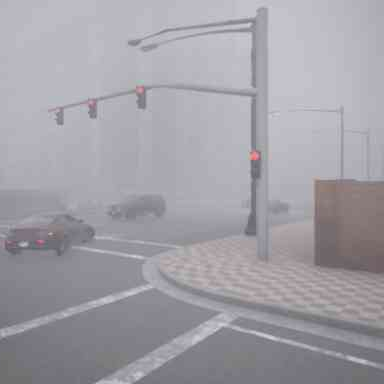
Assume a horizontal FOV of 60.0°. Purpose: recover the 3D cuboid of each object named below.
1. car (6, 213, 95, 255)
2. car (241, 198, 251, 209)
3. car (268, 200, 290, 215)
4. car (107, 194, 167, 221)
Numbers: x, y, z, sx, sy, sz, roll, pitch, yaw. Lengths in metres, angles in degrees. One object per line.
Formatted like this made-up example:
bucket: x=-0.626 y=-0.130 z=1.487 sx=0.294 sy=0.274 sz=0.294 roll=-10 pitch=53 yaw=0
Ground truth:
car: x=-5.453 y=1.539 z=13.165 sx=1.812 sy=1.442 sz=4.674 roll=-1 pitch=0 yaw=1
car: x=8.617 y=1.528 z=46.273 sx=1.837 sy=1.490 sz=4.892 roll=0 pitch=-1 yaw=36
car: x=8.358 y=1.505 z=33.666 sx=2.128 sy=1.511 sz=4.902 roll=0 pitch=0 yaw=36
car: x=-4.505 y=1.237 z=28.136 sx=2.150 sy=2.045 sz=5.566 roll=0 pitch=1 yaw=36
